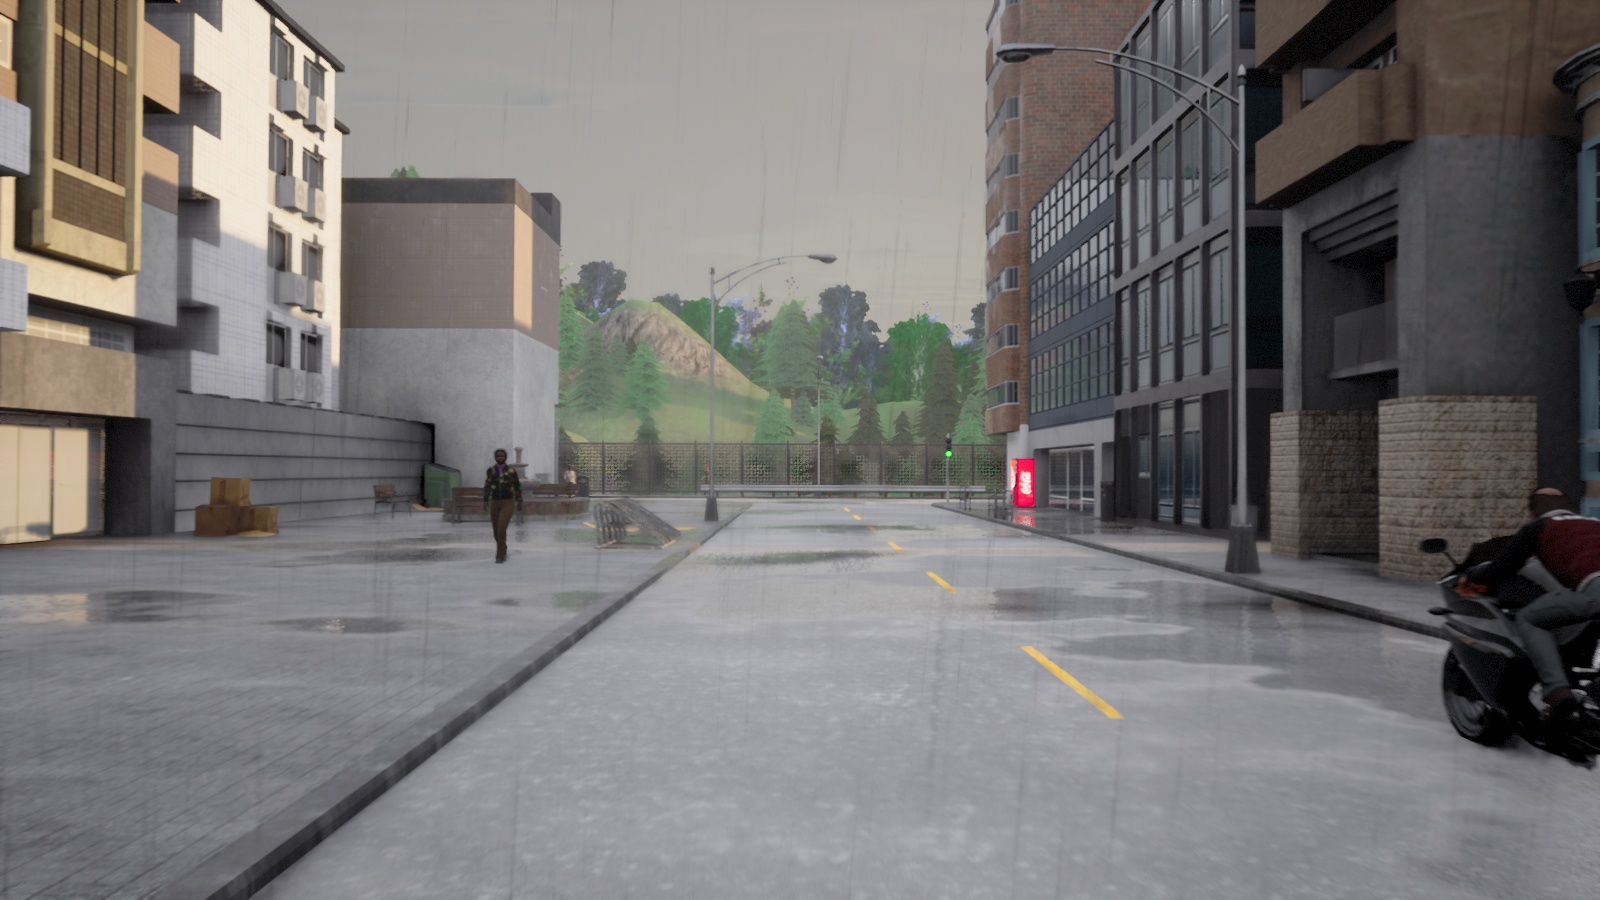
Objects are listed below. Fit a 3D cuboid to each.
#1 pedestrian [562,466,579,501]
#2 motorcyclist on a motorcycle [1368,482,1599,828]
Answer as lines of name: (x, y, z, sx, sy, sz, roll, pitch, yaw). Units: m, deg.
pedestrian: (-12.509, 1.812, 68.447, 0.874, 1.855, 0.900, 0, -1, -15)
motorcyclist on a motorcycle: (3.983, 0.946, 6.735, 0.866, 1.530, 2.191, 0, -1, 0)
